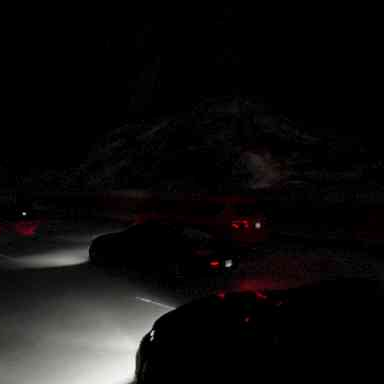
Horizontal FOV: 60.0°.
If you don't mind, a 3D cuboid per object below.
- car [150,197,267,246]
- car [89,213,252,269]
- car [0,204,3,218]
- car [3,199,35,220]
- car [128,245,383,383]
[{"bbox_3d":[0.145,1.192,12.877,5.566,2.045,2.150,0,0,39],"label":"car"},{"bbox_3d":[-0.928,1.498,9.290,4.674,1.442,1.812,0,0,38],"label":"car"},{"bbox_3d":[-14.131,1.212,21.383,2.097,1.767,4.553,0,0,-44],"label":"car"},{"bbox_3d":[-14.055,1.353,26.408,1.837,1.490,4.892,0,0,-42],"label":"car"},{"bbox_3d":[1.445,1.567,3.089,4.181,1.385,1.994,0,0,36],"label":"car"}]
